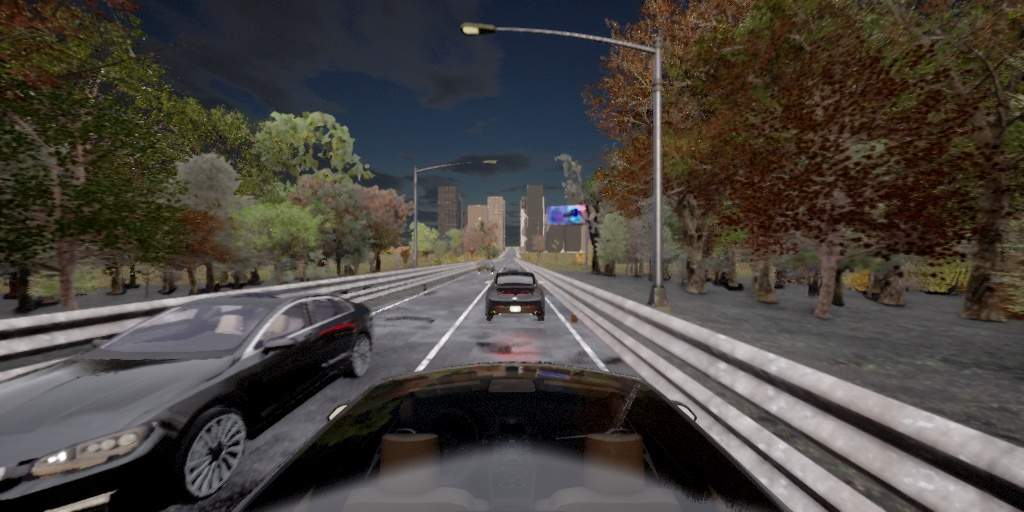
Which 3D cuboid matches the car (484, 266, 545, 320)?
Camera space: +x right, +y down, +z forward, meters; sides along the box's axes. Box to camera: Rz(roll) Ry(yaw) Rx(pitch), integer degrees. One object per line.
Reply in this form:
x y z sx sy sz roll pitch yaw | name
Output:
0.098 1.270 12.644 1.837 1.490 4.892 0 0 0 | car

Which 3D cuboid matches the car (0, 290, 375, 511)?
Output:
-3.349 1.241 4.462 2.128 1.511 4.902 0 0 0 | car

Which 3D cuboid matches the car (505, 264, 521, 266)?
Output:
0.094 1.435 33.553 1.895 1.301 4.718 0 0 0 | car

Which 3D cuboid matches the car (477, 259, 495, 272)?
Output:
-3.349 1.231 47.287 2.097 1.767 4.553 0 0 0 | car
